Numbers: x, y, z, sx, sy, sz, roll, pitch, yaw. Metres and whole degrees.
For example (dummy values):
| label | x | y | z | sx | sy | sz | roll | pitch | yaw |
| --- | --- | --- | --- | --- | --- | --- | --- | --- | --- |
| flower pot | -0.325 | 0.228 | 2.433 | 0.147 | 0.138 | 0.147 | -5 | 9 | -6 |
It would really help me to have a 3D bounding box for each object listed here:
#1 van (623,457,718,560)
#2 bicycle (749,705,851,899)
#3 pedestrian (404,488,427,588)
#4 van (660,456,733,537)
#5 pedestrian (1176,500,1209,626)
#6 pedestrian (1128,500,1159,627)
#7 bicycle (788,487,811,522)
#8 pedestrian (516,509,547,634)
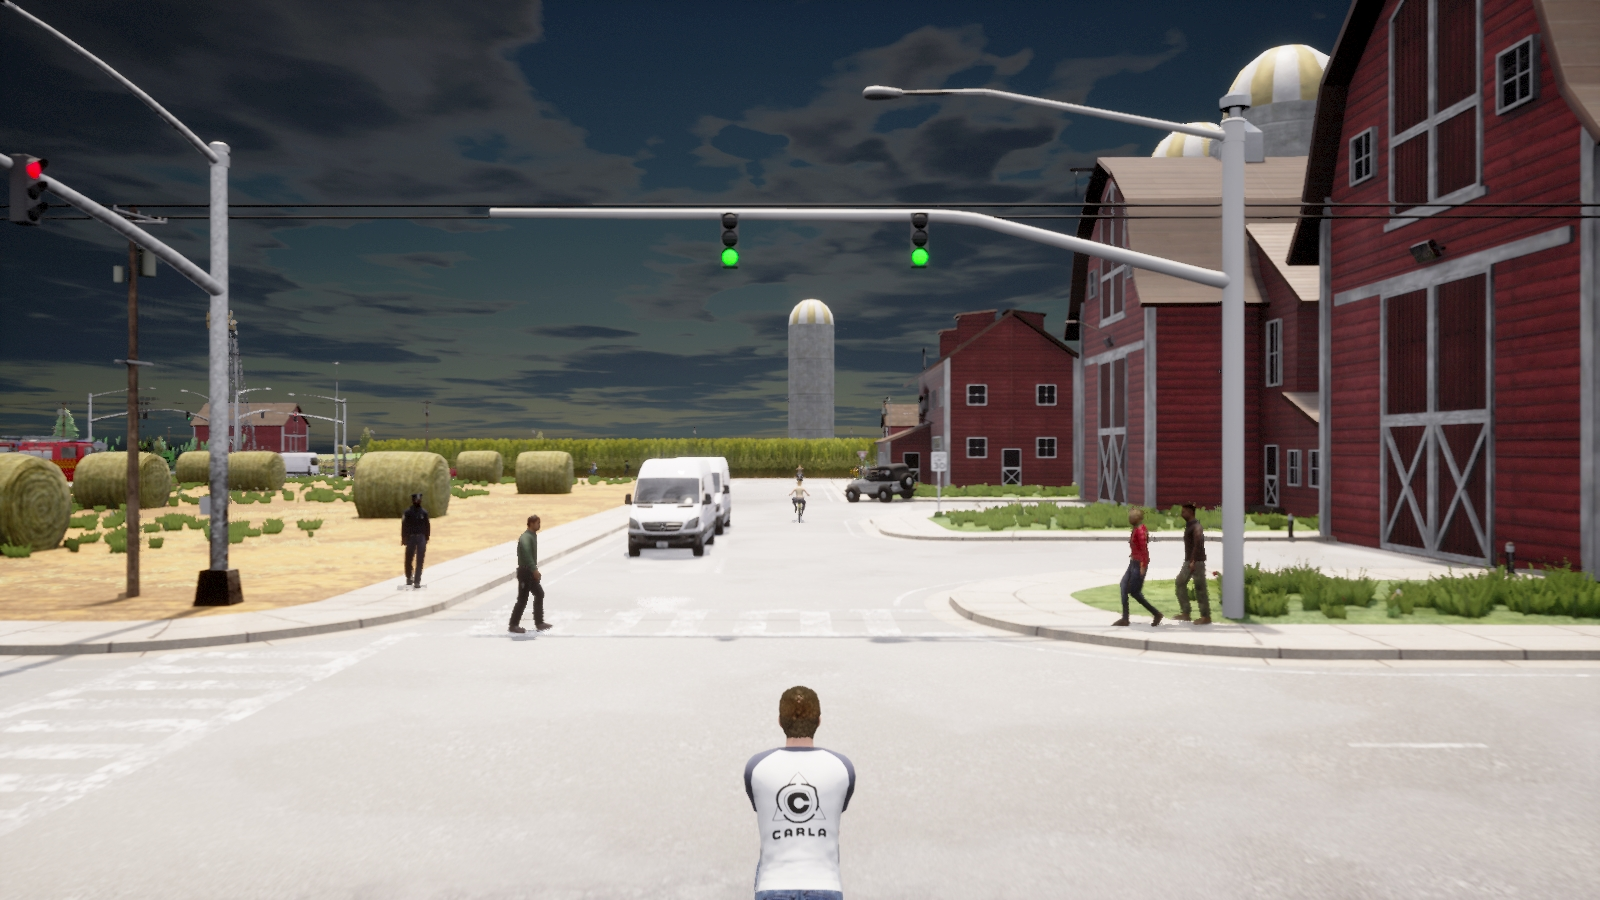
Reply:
| label | x | y | z | sx | sy | sz | roll | pitch | yaw |
| --- | --- | --- | --- | --- | --- | --- | --- | --- | --- |
| van | -3.510 | 1.503 | 31.991 | 1.988 | 2.561 | 5.915 | 0 | 0 | 0 |
| bicycle | -0.001 | 2.037 | 4.980 | 0.373 | 1.496 | 1.643 | 0 | -1 | 0 |
| pedestrian | -7.336 | 1.669 | 21.815 | 0.375 | 1.860 | 0.375 | 0 | 0 | -25 |
| van | -3.512 | 1.506 | 39.715 | 1.988 | 2.561 | 5.915 | 0 | 0 | 0 |
| pedestrian | 5.896 | 1.685 | 17.180 | 0.375 | 1.860 | 0.375 | 0 | 0 | 3 |
| pedestrian | 5.130 | 1.679 | 17.061 | 0.375 | 1.860 | 0.375 | 0 | 0 | 5 |
| bicycle | -0.021 | 2.130 | 44.857 | 0.859 | 1.276 | 1.487 | 0 | 0 | 0 |
| pedestrian | -4.062 | 1.825 | 17.283 | 0.375 | 1.860 | 0.375 | 0 | 0 | 0 |
